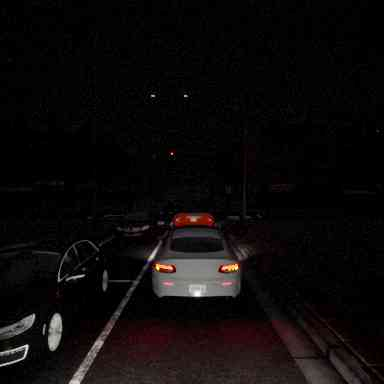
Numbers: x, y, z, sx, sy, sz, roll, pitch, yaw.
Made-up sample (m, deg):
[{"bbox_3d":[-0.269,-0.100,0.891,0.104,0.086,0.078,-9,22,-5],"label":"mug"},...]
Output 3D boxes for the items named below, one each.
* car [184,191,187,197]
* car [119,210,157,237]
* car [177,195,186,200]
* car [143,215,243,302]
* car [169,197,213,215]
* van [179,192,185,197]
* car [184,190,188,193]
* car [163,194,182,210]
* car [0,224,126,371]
[{"bbox_3d":[-2.740,1.308,71.188,2.192,1.841,5.009,-1,0,0],"label":"car"},{"bbox_3d":[-2.676,1.582,16.711,1.802,1.307,4.206,-2,0,0],"label":"car"},{"bbox_3d":[-2.749,1.429,87.809,2.008,1.369,4.403,-1,0,0],"label":"car"},{"bbox_3d":[0.091,1.523,8.109,1.812,1.442,4.674,0,0,0],"label":"car"},{"bbox_3d":[0.080,1.353,18.072,2.097,1.767,4.553,0,0,0],"label":"car"},{"bbox_3d":[-2.734,1.359,65.645,1.690,1.788,3.998,-1,0,0],"label":"van"},{"bbox_3d":[-2.758,1.132,93.358,2.192,1.841,5.009,-1,1,0],"label":"car"},{"bbox_3d":[-2.712,1.483,43.489,1.967,1.590,4.097,-2,0,0],"label":"car"},{"bbox_3d":[-2.665,1.548,5.817,2.008,1.369,4.403,-2,0,0],"label":"car"}]
